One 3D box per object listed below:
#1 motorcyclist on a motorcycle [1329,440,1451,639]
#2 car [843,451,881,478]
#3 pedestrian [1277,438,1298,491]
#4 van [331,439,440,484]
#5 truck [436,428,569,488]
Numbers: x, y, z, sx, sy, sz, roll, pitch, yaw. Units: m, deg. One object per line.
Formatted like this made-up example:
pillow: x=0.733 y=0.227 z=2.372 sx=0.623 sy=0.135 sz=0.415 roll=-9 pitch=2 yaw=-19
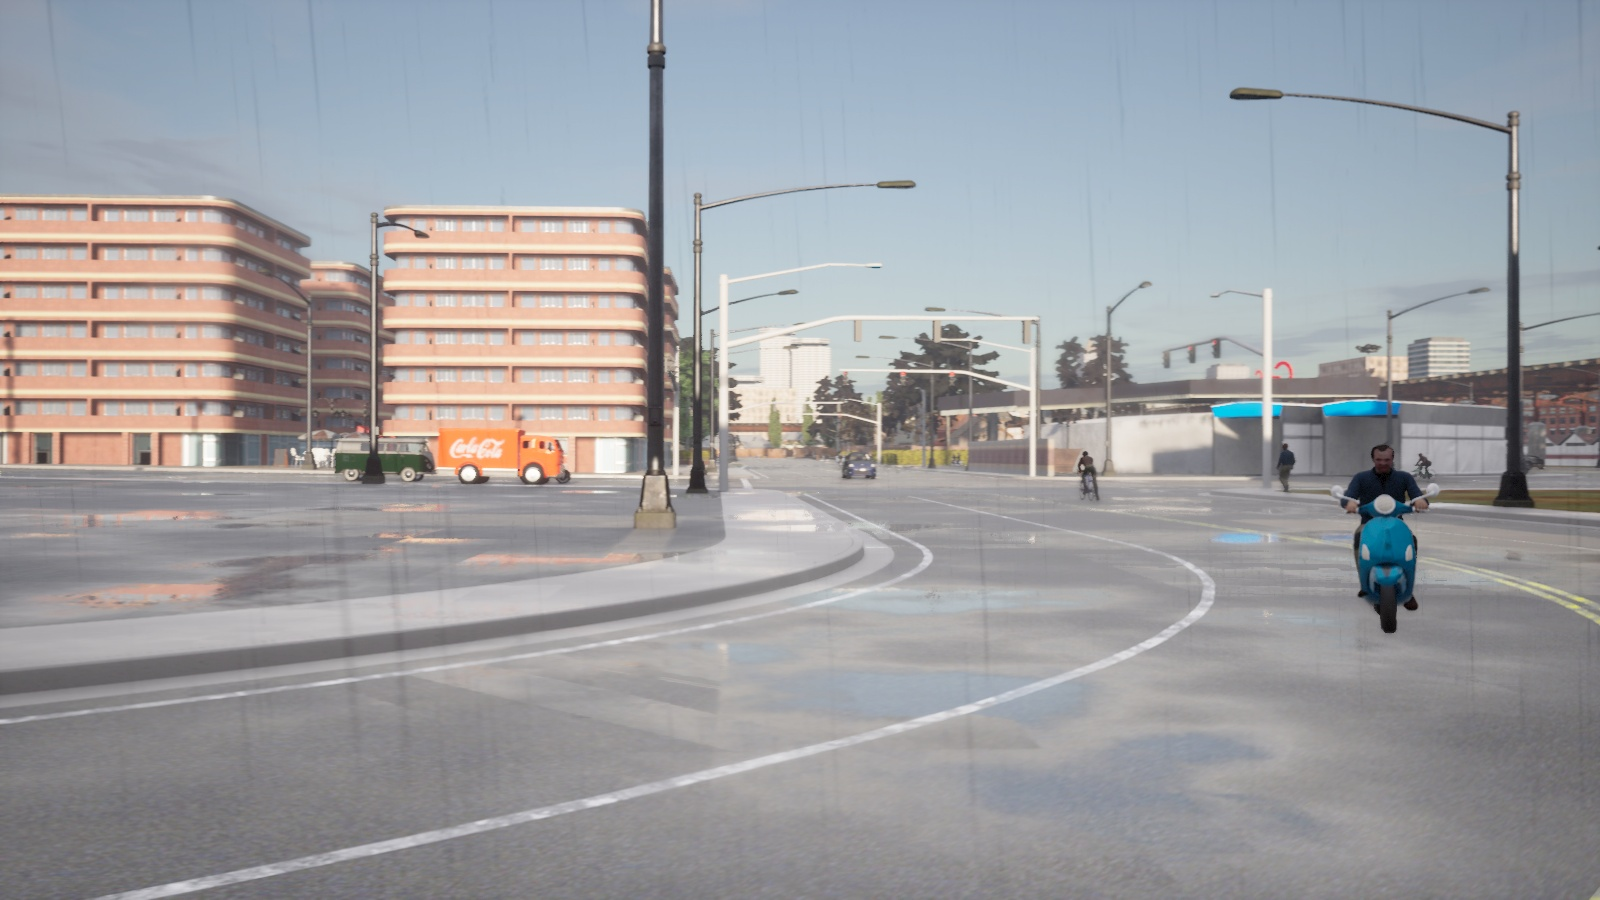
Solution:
motorcyclist on a motorcycle: x=5.134 y=0.722 z=11.024 sx=0.866 sy=1.590 sz=1.817 roll=-1 pitch=-1 yaw=23
car: x=3.671 y=0.875 z=75.258 sx=1.851 sy=1.617 sz=3.988 roll=0 pitch=-1 yaw=-4
pedestrian: x=17.013 y=0.505 z=43.801 sx=0.370 sy=1.835 sz=0.726 roll=0 pitch=0 yaw=-7
van: x=-18.966 y=0.527 z=57.605 sx=4.442 sy=1.987 sz=1.775 roll=1 pitch=0 yaw=-3
truck: x=-12.811 y=0.343 z=54.368 sx=5.204 sy=2.467 sz=2.627 roll=1 pitch=0 yaw=-3
